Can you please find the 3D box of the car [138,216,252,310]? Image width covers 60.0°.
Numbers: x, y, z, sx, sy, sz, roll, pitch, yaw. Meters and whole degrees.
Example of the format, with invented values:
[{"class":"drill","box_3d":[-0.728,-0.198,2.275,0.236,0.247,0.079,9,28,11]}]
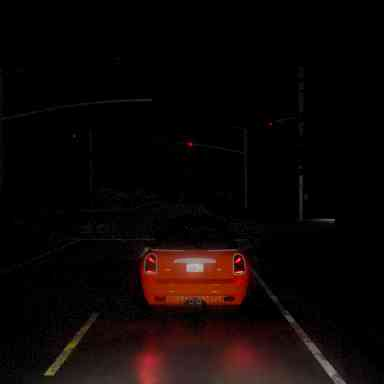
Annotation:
[{"class":"car","box_3d":[0.058,1.352,7.974,2.097,1.767,4.553,0,0,0]}]
